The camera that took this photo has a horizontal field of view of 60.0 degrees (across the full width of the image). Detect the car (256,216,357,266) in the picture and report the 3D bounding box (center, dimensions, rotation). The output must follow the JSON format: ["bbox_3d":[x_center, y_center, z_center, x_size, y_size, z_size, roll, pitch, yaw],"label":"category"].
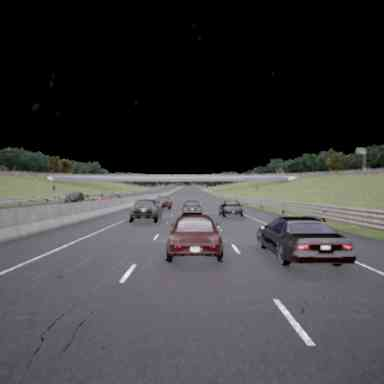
[{"bbox_3d":[3.584,1.543,11.442,2.033,1.411,5.357,0,0,0],"label":"car"}]

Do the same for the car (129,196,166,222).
[{"bbox_3d":[-3.506,1.339,26.067,2.097,1.767,4.553,0,0,0],"label":"car"}]

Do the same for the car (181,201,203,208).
[{"bbox_3d":[-0.002,1.522,30.686,2.033,1.411,5.357,0,0,0],"label":"car"}]

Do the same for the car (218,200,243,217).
[{"bbox_3d":[3.497,1.465,30.433,2.128,1.511,4.902,0,0,0],"label":"car"}]

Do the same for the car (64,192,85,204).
[{"bbox_3d":[-21.395,1.025,60.827,2.150,2.045,5.566,0,1,0],"label":"car"}]

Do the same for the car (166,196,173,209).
[{"bbox_3d":[-3.617,1.277,42.865,2.097,1.767,4.553,0,0,0],"label":"car"}]

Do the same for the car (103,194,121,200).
[{"bbox_3d":[-14.410,1.147,61.509,2.097,1.767,4.553,0,0,0],"label":"car"}]

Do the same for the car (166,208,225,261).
[{"bbox_3d":[0.093,1.522,12.082,1.812,1.442,4.674,0,0,0],"label":"car"}]

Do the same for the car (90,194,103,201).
[{"bbox_3d":[-17.916,1.133,63.296,2.097,1.767,4.553,0,0,0],"label":"car"}]
